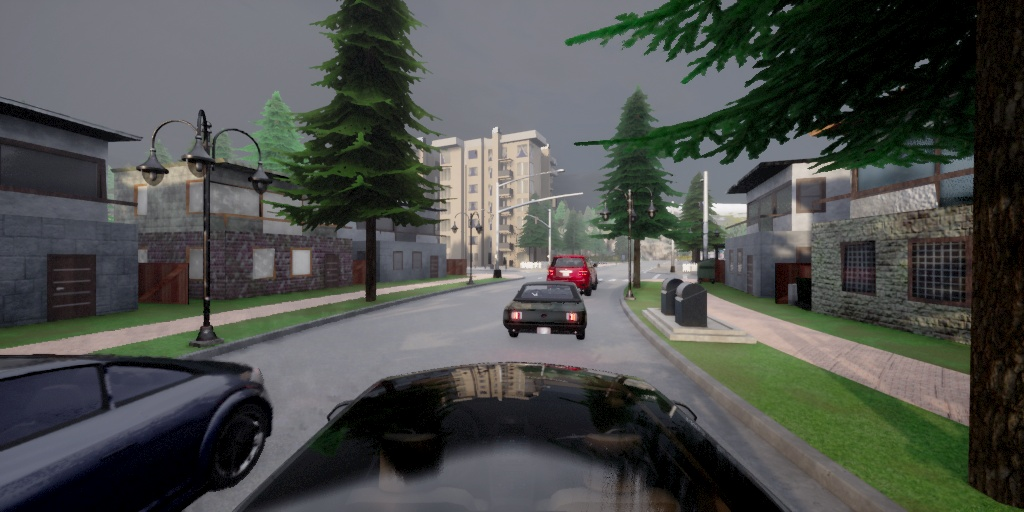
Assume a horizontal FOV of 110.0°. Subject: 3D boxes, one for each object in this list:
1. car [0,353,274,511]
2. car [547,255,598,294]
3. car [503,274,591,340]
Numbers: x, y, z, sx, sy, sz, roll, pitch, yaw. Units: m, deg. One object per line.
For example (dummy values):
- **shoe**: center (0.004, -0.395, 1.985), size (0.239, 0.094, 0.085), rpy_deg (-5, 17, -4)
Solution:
- **car**: center (-3.369, 1.314, 1.797), size (1.994, 1.385, 4.181), rpy_deg (0, 0, 2)
- **car**: center (3.366, 0.971, 19.553), size (2.150, 2.045, 5.566), rpy_deg (0, 0, 18)
- **car**: center (1.071, 1.351, 10.057), size (1.895, 1.301, 4.718), rpy_deg (0, 0, 9)
